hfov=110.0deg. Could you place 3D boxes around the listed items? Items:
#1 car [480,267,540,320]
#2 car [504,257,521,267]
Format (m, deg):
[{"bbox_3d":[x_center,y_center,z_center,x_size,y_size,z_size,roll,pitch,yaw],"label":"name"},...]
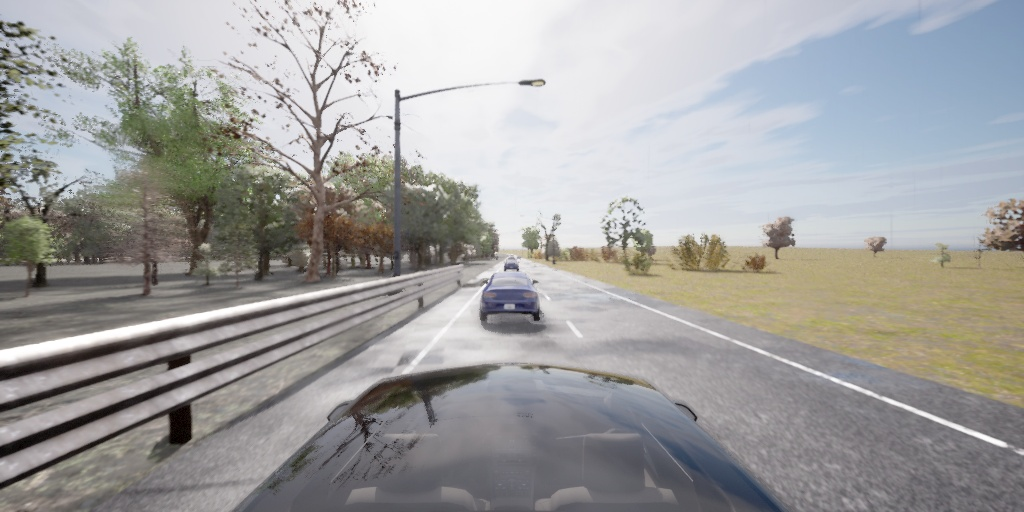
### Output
[{"bbox_3d":[-0.065,1.265,12.442,1.812,1.442,4.674,0,0,0],"label":"car"},{"bbox_3d":[-0.068,1.209,45.763,1.812,1.442,4.674,0,0,0],"label":"car"}]
